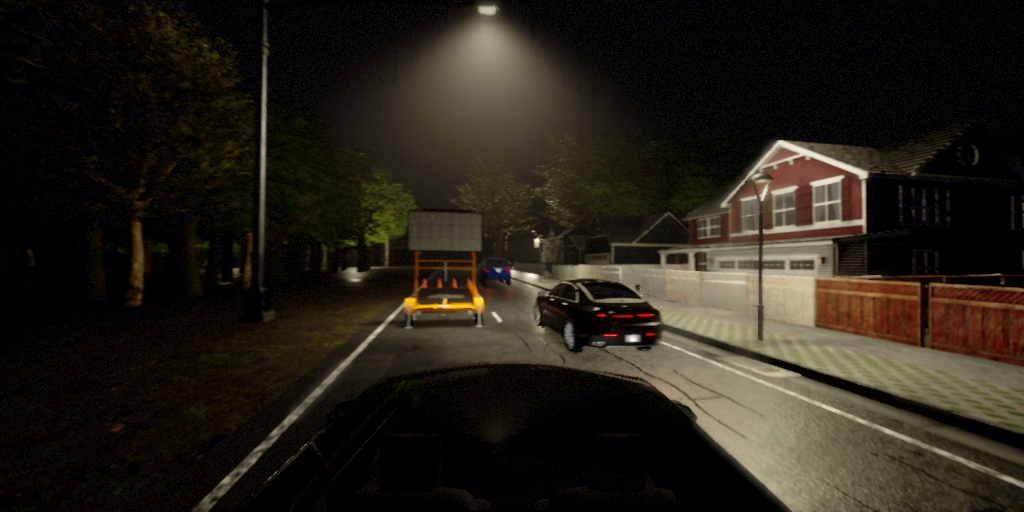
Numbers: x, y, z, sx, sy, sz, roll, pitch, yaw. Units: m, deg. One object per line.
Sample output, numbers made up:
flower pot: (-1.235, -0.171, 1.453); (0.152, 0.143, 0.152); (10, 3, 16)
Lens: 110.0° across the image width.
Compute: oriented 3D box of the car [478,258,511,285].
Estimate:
car: (-1.449, 1.190, 28.501); (2.150, 2.045, 5.566); (1, -1, -10)

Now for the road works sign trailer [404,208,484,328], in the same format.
road works sign trailer: (-2.183, 0.277, 11.670); (2.380, 3.560, 2.880); (0, 0, -10)

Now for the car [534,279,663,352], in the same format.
car: (1.896, 1.342, 9.240); (1.837, 1.490, 4.892); (1, -1, -10)
